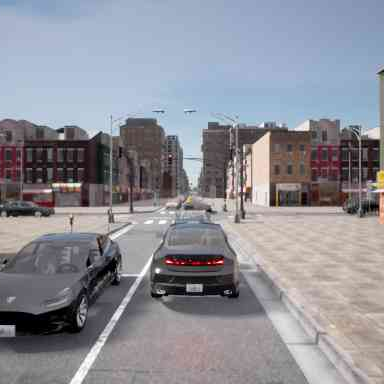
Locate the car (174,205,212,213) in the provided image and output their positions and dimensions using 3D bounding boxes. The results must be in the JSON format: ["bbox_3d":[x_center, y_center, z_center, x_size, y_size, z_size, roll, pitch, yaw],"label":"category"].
[{"bbox_3d":[0.059,1.610,17.707,1.895,1.301,4.718,0,0,1],"label":"car"}]

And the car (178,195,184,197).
[{"bbox_3d":[-2.547,1.609,50.193,1.887,1.381,4.507,0,0,0],"label":"car"}]

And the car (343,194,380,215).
[{"bbox_3d":[17.710,1.222,32.360,5.566,2.045,2.150,0,0,0],"label":"car"}]

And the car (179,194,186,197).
[{"bbox_3d":[-2.519,1.554,67.010,1.967,1.590,4.097,0,0,0],"label":"car"}]

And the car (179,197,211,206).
[{"bbox_3d":[0.546,1.602,36.947,1.994,1.385,4.181,-1,0,-24],"label":"car"}]

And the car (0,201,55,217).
[{"bbox_3d":[-14.713,1.542,29.512,4.892,1.490,1.837,0,0,0],"label":"car"}]

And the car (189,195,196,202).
[{"bbox_3d":[0.145,1.654,84.383,1.882,1.535,5.008,0,0,0],"label":"car"}]

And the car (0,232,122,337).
[{"bbox_3d":[-2.622,1.567,6.819,1.947,1.339,4.313,0,0,0],"label":"car"}]

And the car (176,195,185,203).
[{"bbox_3d":[-2.509,1.573,72.615,1.967,1.590,4.097,0,0,0],"label":"car"}]

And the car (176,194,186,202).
[{"bbox_3d":[-2.499,1.468,78.221,2.192,1.841,5.009,0,0,0],"label":"car"}]

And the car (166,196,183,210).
[{"bbox_3d":[-2.557,1.576,44.419,1.752,1.417,4.829,0,0,0],"label":"car"}]

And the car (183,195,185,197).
[{"bbox_3d":[-2.538,1.661,55.799,1.802,1.307,4.206,0,0,0],"label":"car"}]

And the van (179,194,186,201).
[{"bbox_3d":[-2.479,1.537,89.432,1.690,1.788,3.998,0,0,0],"label":"van"}]

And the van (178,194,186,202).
[{"bbox_3d":[-2.489,1.515,83.827,1.690,1.788,3.998,0,0,0],"label":"van"}]

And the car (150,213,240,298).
[{"bbox_3d":[0.085,1.508,8.496,1.837,1.490,4.892,0,0,1],"label":"car"}]

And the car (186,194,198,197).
[{"bbox_3d":[0.211,1.588,66.021,1.882,1.535,5.008,0,0,0],"label":"car"}]

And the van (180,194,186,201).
[{"bbox_3d":[-2.470,1.560,95.037,1.690,1.788,3.998,0,0,0],"label":"van"}]
